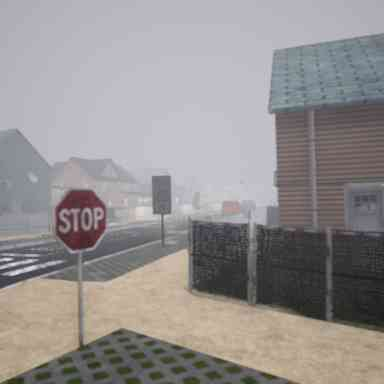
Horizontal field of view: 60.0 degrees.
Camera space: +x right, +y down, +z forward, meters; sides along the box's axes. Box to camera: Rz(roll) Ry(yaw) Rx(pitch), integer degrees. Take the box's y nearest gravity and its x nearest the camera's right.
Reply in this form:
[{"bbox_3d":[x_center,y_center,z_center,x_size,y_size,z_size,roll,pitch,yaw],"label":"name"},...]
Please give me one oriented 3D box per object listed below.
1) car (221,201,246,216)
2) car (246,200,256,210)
[{"bbox_3d":[5.358,2.187,44.441,2.150,2.045,5.566,-2,-2,17],"label":"car"},{"bbox_3d":[9.899,2.519,58.826,2.150,2.045,5.566,-2,-2,17],"label":"car"}]
